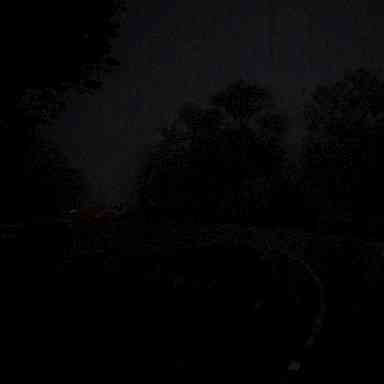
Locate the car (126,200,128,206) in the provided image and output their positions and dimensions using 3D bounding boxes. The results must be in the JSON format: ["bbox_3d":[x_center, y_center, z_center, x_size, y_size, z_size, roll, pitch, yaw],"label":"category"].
[{"bbox_3d":[-16.213,2.544,78.969,1.882,1.535,5.008,-1,-1,-7],"label":"car"}]

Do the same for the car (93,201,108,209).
[{"bbox_3d":[-18.093,2.622,65.958,2.033,1.411,5.357,-1,-1,-7],"label":"car"}]

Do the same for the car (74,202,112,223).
[{"bbox_3d":[-9.626,2.005,31.336,1.882,1.535,5.008,-2,0,-35],"label":"car"}]

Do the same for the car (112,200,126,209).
[{"bbox_3d":[-14.253,2.516,63.518,1.837,1.490,4.892,-1,0,-7],"label":"car"}]
